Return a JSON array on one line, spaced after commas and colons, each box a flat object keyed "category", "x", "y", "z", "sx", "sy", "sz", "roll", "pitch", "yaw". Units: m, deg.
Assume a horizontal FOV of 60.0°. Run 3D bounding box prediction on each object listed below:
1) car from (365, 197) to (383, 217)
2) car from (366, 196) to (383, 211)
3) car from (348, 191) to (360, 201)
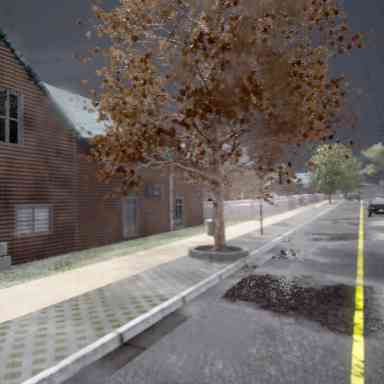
[{"category": "car", "x": 16.156, "y": 1.291, "z": 28.624, "sx": 1.882, "sy": 1.535, "sz": 5.008, "roll": -2, "pitch": 0, "yaw": 27}, {"category": "car", "x": 21.137, "y": 1.293, "z": 38.430, "sx": 1.812, "sy": 1.442, "sz": 4.674, "roll": -2, "pitch": 0, "yaw": 27}, {"category": "car", "x": 34.898, "y": 0.929, "z": 71.592, "sx": 2.150, "sy": 2.045, "sz": 5.566, "roll": -2, "pitch": -1, "yaw": 27}]
